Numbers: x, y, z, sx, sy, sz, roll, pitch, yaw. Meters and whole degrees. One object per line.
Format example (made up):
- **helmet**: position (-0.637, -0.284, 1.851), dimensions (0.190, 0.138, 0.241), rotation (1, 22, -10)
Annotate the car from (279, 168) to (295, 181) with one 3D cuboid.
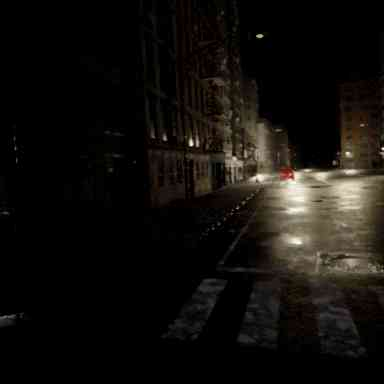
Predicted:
- **car**: position (15.267, -2.837, 53.489), dimensions (2.150, 2.045, 5.566), rotation (-2, 4, 16)
